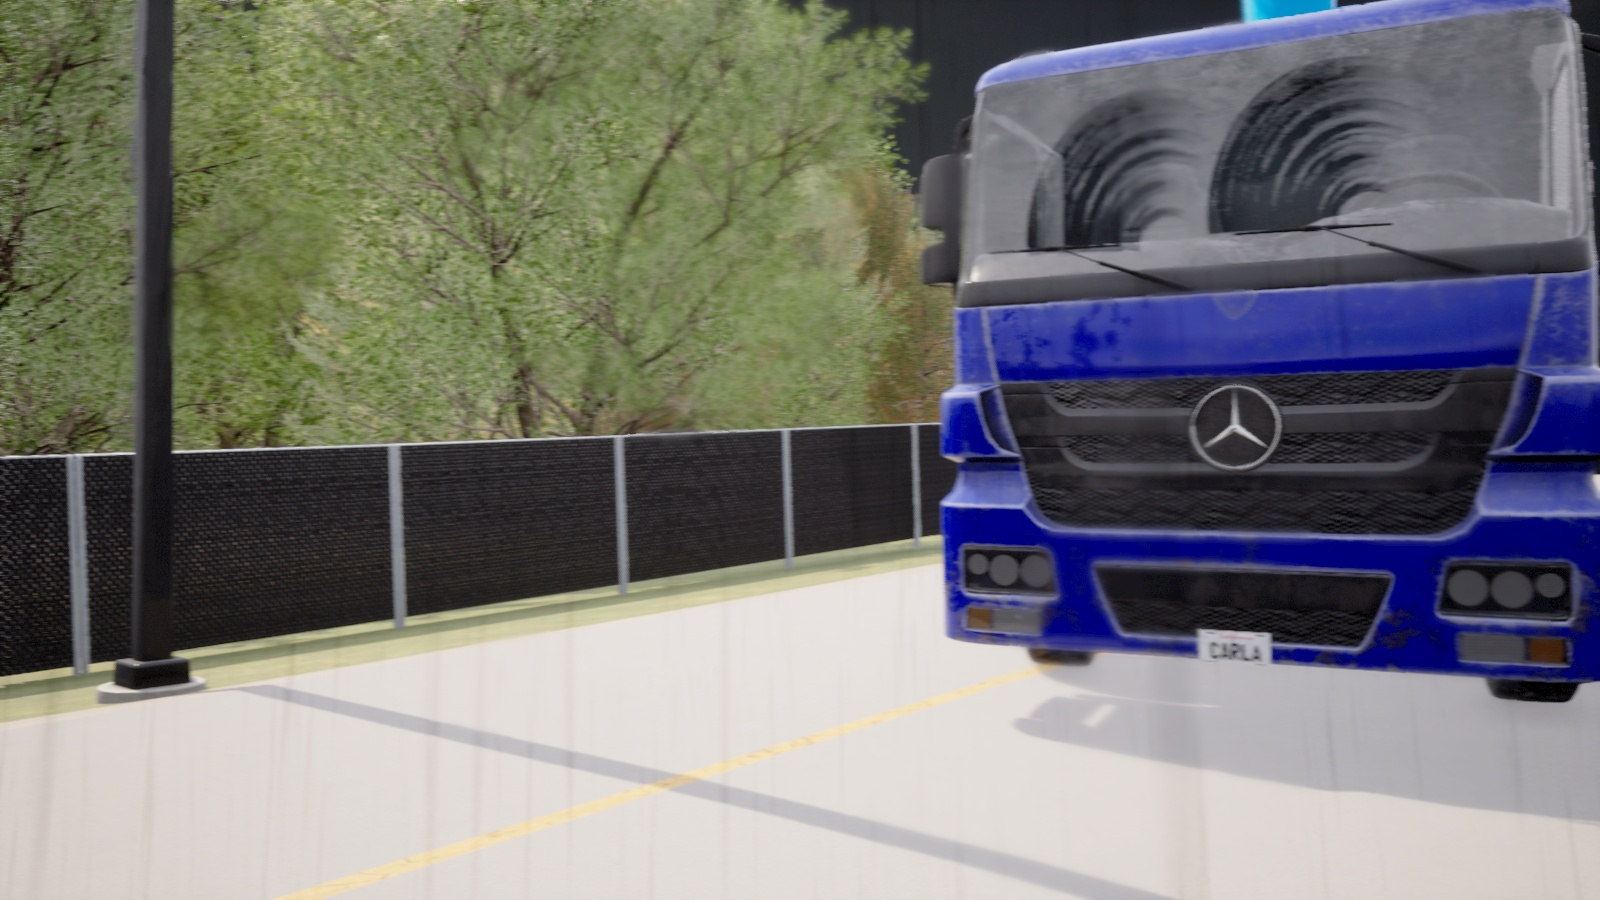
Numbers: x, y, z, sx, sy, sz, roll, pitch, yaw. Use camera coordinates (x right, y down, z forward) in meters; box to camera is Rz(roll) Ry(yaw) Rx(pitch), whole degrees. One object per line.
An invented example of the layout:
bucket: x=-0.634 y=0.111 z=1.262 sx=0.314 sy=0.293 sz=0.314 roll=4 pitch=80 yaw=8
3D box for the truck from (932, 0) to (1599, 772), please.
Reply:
truck: x=3.796 y=-0.585 z=8.959 sx=2.891 sy=3.462 sz=7.936 roll=-1 pitch=1 yaw=27
